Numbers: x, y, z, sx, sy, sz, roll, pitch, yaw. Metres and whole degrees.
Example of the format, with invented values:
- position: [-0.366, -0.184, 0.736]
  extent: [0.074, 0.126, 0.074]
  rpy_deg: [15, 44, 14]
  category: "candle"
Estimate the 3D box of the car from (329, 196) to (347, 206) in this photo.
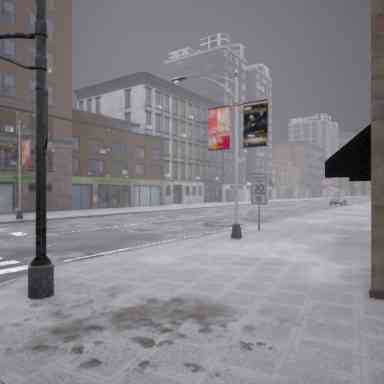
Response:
- position: [22.651, 1.376, 51.518]
  extent: [2.033, 1.411, 5.357]
  rpy_deg: [0, 0, 34]
  category: "car"
